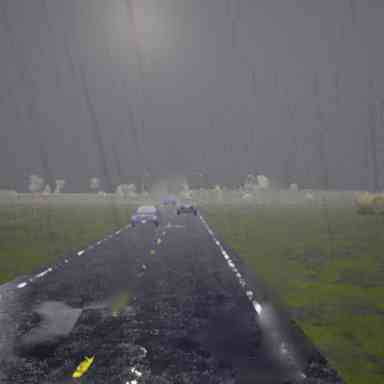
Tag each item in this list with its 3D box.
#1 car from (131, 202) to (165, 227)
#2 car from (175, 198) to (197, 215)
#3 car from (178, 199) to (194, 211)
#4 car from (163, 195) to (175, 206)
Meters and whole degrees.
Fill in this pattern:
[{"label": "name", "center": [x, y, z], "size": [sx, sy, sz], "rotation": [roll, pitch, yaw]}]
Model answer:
[{"label": "car", "center": [-3.208, 1.694, 24.134], "size": [1.812, 1.442, 4.674], "rotation": [0, 0, -1]}, {"label": "car", "center": [-0.544, 1.604, 36.928], "size": [2.097, 1.767, 4.553], "rotation": [0, 0, -1]}, {"label": "car", "center": [-0.847, 1.808, 47.171], "size": [2.128, 1.511, 4.902], "rotation": [0, 0, -2]}, {"label": "car", "center": [-4.311, 1.645, 64.848], "size": [2.150, 2.045, 5.566], "rotation": [0, 0, -2]}]
